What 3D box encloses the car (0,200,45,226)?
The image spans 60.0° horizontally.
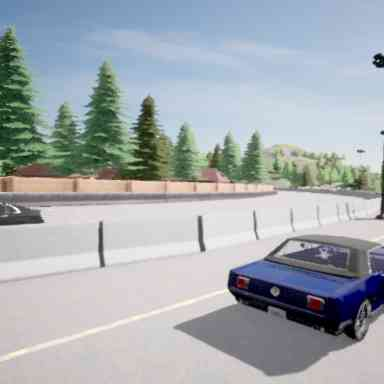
[{"bbox_3d":[-7.668,1.013,11.355,4.892,1.490,1.837,0,2,-43],"label":"car"}]

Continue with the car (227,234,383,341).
[{"bbox_3d":[2.864,1.502,6.443,4.718,1.301,1.895,0,2,-44],"label":"car"}]
